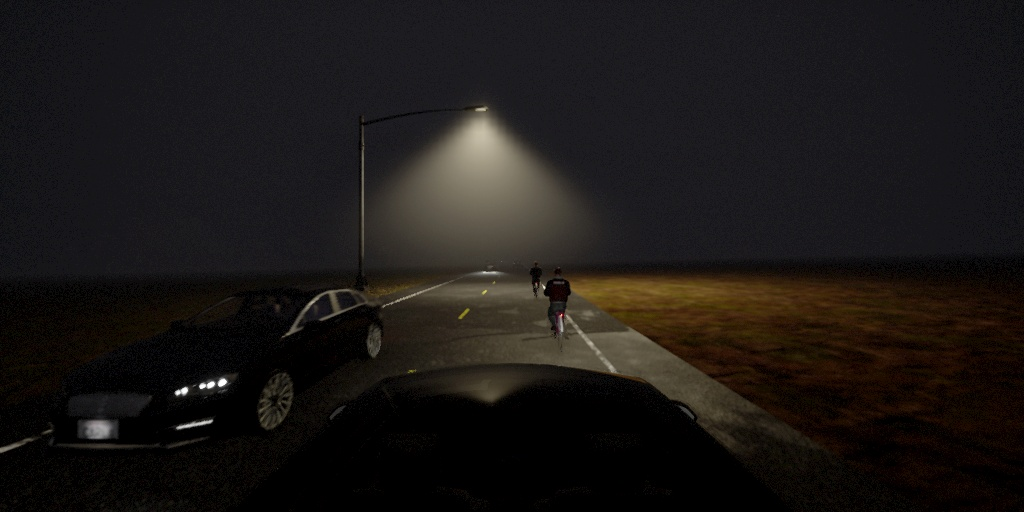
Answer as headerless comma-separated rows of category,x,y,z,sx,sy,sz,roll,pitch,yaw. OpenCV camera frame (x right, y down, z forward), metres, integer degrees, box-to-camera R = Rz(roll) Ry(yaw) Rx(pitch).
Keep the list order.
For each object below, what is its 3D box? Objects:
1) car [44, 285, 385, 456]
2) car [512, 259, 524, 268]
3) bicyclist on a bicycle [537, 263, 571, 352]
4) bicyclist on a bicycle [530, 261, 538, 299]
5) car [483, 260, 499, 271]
car,-3.570,1.243,5.560,2.128,1.511,4.902,0,0,0
car,1.006,1.342,60.067,2.033,1.411,5.357,0,0,1
bicyclist on a bicycle,1.011,1.124,8.082,0.659,1.776,1.843,0,0,0
bicyclist on a bicycle,1.142,1.129,17.054,0.659,1.776,1.843,0,0,1
car,-2.830,1.272,48.255,2.128,1.511,4.902,0,0,1
